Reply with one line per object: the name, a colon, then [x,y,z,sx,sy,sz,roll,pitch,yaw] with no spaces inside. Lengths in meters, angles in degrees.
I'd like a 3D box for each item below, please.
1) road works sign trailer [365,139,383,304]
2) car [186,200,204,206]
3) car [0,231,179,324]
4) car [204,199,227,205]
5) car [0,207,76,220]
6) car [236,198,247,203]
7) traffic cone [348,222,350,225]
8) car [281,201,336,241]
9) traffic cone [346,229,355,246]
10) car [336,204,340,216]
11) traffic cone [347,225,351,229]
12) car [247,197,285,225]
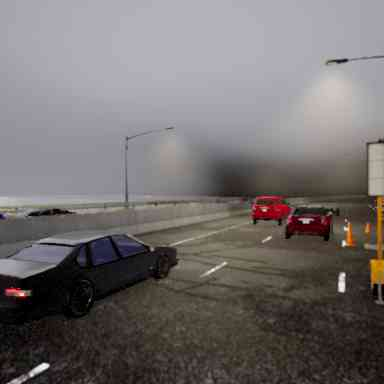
road works sign trailer: [5.374,0.518,7.707,2.380,3.560,2.880,0,0,25]
car: [0.759,2.039,55.506,1.895,1.301,4.718,0,0,26]
car: [-2.248,1.613,7.632,2.033,1.411,5.357,0,0,25]
car: [4.303,1.917,54.805,2.128,1.511,4.902,0,0,26]
car: [-8.733,1.671,19.089,1.837,1.490,4.892,0,0,25]
car: [9.039,1.782,56.557,2.097,1.767,4.553,0,-1,26]
traffic cone: [8.664,2.088,18.298,0.340,0.580,0.340,0,0,25]
car: [6.419,1.485,17.987,2.097,1.767,4.553,0,-1,25]
traffic cone: [6.978,2.062,14.671,0.340,0.580,0.340,0,0,25]
car: [14.999,1.863,36.186,1.895,1.301,4.718,0,0,25]
traffic cone: [7.821,2.075,16.484,0.340,0.580,0.340,0,0,25]
car: [6.280,1.418,25.946,2.150,2.045,5.566,0,-1,25]
